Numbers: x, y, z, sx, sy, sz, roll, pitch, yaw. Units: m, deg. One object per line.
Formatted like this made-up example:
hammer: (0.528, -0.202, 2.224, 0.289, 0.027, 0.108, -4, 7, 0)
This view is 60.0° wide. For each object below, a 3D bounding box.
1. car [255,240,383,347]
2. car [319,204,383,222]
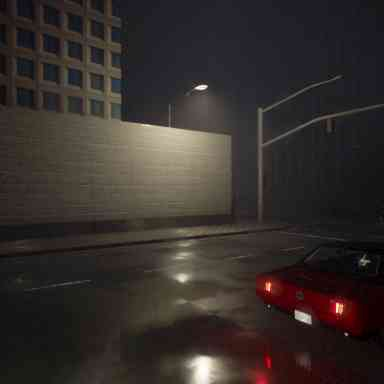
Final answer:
car: (3.499, 1.601, 6.286, 4.718, 1.301, 1.895, 0, 0, -35)
car: (12.744, 1.643, 26.545, 1.895, 1.301, 4.718, 0, -1, -36)
